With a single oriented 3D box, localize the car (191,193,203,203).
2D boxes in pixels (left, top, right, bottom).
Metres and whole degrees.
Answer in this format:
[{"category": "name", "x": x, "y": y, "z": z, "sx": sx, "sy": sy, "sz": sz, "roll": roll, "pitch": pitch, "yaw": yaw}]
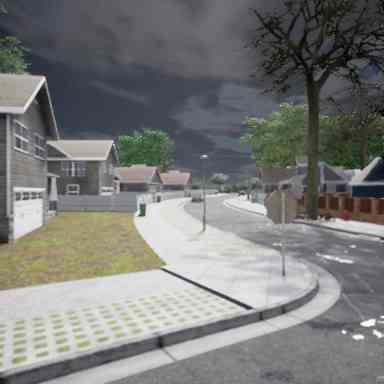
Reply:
[{"category": "car", "x": 0.959, "y": 0.925, "z": 54.468, "sx": 1.837, "sy": 1.490, "sz": 4.892, "roll": 0, "pitch": 1, "yaw": 5}]
